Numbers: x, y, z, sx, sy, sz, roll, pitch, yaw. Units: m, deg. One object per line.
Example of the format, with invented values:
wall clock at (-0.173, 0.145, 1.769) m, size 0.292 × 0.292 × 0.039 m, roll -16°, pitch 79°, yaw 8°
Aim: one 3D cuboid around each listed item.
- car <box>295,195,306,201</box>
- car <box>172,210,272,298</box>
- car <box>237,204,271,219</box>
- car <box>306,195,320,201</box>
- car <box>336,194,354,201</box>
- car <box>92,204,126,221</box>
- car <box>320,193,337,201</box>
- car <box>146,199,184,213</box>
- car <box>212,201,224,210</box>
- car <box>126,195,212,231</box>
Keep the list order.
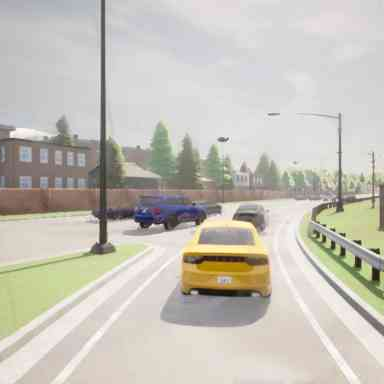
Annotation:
car at (28.036, 1.535, 85.711) m, size 2.033 × 1.411 × 5.357 m, roll 0°, pitch 0°, yaw 33°
car at (0.920, 1.477, 8.635) m, size 1.882 × 1.535 × 5.008 m, roll 0°, pitch 0°, yaw 7°
car at (3.792, 1.506, 21.029) m, size 1.837 × 1.490 × 4.892 m, roll 0°, pitch 1°, yaw 18°
car at (30.976, 1.535, 83.811) m, size 2.033 × 1.411 × 5.357 m, roll 0°, pitch 0°, yaw 33°
car at (36.855, 1.535, 80.013) m, size 2.033 × 1.411 × 5.357 m, roll 0°, pitch 0°, yaw 33°
car at (-5.656, 1.600, 26.925) m, size 1.895 × 1.301 × 4.718 m, roll 0°, pitch 0°, yaw 33°
car at (33.932, 1.220, 81.937) m, size 2.150 × 2.045 × 5.566 m, roll 0°, pitch 0°, yaw 33°
car at (-2.957, 1.524, 37.552) m, size 1.812 × 1.442 × 4.674 m, roll 0°, pitch 0°, yaw 33°
car at (1.288, 1.505, 31.223) m, size 1.837 × 1.490 × 4.892 m, roll 0°, pitch 0°, yaw 33°
car at (-1.222, 1.214, 20.890) m, size 2.150 × 2.045 × 5.566 m, roll 0°, pitch -1°, yaw 33°
